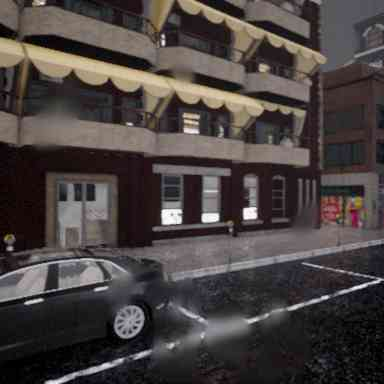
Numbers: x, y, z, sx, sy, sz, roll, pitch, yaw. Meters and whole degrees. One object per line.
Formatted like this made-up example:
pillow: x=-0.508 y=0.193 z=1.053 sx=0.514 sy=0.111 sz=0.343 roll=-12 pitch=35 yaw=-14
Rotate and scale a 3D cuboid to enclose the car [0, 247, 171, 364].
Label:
car: x=-2.401 y=1.554 z=4.846 sx=4.403 sy=1.369 sz=2.008 roll=0 pitch=0 yaw=-35
